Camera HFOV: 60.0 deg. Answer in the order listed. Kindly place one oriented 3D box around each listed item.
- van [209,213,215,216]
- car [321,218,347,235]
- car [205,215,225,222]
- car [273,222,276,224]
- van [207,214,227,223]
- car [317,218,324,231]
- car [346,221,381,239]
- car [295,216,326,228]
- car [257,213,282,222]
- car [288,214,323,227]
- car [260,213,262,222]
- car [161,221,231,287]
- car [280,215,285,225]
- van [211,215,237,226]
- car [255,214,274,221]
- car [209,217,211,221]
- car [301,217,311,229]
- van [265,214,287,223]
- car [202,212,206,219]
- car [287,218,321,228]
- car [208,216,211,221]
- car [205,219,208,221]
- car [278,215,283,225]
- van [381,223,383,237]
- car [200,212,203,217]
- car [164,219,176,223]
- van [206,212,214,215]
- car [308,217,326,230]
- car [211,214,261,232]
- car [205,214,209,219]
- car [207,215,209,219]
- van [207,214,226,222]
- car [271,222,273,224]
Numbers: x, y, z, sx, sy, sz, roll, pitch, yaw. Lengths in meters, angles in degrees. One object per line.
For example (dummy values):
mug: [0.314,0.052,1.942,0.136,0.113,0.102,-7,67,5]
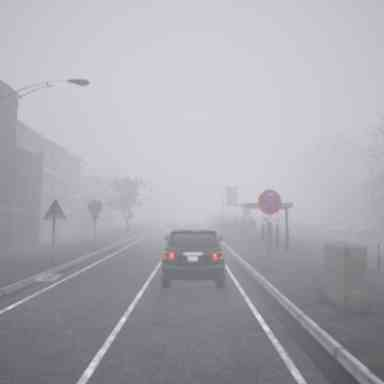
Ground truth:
van: [5.591,5.053,57.831,4.442,1.987,1.878,0,-3,0]
car: [18.630,4.196,39.167,5.366,1.575,1.946,0,-3,0]
car: [5.663,6.598,83.019,4.892,1.521,2.231,0,-3,0]
car: [18.748,5.661,64.104,4.792,1.488,2.163,0,-3,0]
van: [5.795,6.091,77.430,4.442,1.987,1.878,0,-3,0]
car: [18.840,4.389,41.937,4.792,1.488,2.163,0,-3,0]
car: [18.795,3.908,33.623,4.792,1.488,2.163,0,-3,0]
car: [18.804,4.841,50.251,5.008,1.535,2.097,0,-3,0]
car: [18.781,6.233,80.759,5.566,2.045,2.435,0,-3,0]
car: [18.766,4.751,53.037,5.566,2.045,2.435,0,-3,0]
car: [18.943,6.342,77.974,5.366,1.575,1.946,0,-3,0]
car: [0.061,2.352,13.085,2.150,2.045,5.566,0,-4,0]
car: [18.781,5.320,58.565,5.008,1.535,2.097,0,-3,0]
van: [5.820,5.210,60.628,4.442,1.987,1.878,0,-3,0]
car: [18.775,6.636,86.298,4.553,1.767,2.185,0,-3,0]
car: [5.539,4.628,46.619,5.366,1.575,1.946,0,-3,0]
car: [18.808,4.681,47.480,5.008,1.535,2.097,0,-3,0]
van: [18.878,5.981,75.214,4.442,1.987,1.878,0,-3,0]
car: [5.654,5.926,74.631,5.566,2.045,2.435,0,-3,0]
car: [18.784,5.163,55.792,4.892,1.521,2.231,0,-3,0]
car: [5.707,5.117,55.015,5.008,1.535,2.097,0,-3,0]
car: [0.062,3.472,28.957,2.097,1.767,4.553,0,-4,0]
car: [18.967,5.473,61.339,5.366,1.575,1.946,0,-3,0]
van: [18.949,3.332,28.097,4.442,1.987,1.878,0,-3,0]
car: [5.628,6.766,91.430,5.566,2.045,2.435,0,-3,0]
car: [-3.329,5.033,52.716,2.033,1.411,5.357,0,-3,0]
van: [5.803,5.811,71.833,4.442,1.987,1.878,0,-3,0]
car: [18.813,4.521,44.708,4.892,1.521,2.231,0,-3,0]
car: [5.700,4.218,43.835,5.566,2.045,2.435,0,-3,0]
car: [5.697,5.891,69.017,4.892,1.521,2.231,0,-3,0]
car: [5.728,5.622,63.412,4.792,1.488,2.163,0,-3,0]
van: [5.790,6.232,80.230,4.442,1.987,1.878,0,-3,0]
car: [18.802,5.808,66.883,4.792,1.488,2.163,0,-3,0]
